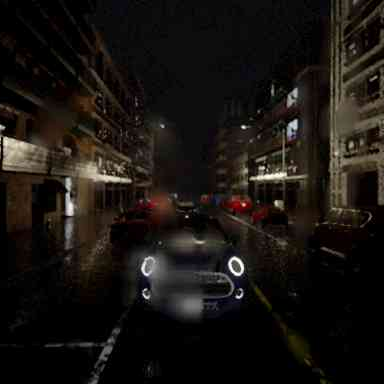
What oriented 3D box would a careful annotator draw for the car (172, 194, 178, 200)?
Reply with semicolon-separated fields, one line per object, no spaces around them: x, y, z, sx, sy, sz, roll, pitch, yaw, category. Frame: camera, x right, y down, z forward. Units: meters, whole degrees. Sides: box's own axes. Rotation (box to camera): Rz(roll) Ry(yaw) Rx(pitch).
-4.844;1.425;94.852;1.752;1.417;4.829;-1;0;-2;car

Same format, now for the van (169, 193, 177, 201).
-4.391;1.258;78.074;1.690;1.788;3.998;-1;0;-2;van

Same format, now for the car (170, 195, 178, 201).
-4.541;1.477;83.724;1.947;1.339;4.313;-1;0;-2;car

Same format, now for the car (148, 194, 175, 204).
-3.166;1.279;32.880;2.192;1.841;5.009;-1;0;-2;car

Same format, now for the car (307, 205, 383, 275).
5.327;1.302;10.381;2.192;1.841;5.009;-1;0;-2;car

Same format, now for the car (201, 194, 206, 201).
3.333;1.351;83.991;1.967;1.590;4.097;-1;0;-2;car

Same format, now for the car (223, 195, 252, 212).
4.713;1.278;33.029;2.192;1.841;5.009;-1;0;-2;car

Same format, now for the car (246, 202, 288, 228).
5.024;1.557;21.705;1.802;1.307;4.206;-1;0;-2;car

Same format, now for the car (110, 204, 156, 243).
-2.703;1.526;15.933;1.887;1.381;4.507;-1;0;-2;car

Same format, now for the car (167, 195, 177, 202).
-4.235;1.474;72.425;2.008;1.369;4.403;-1;0;-2;car

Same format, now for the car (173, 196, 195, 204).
-0.503;1.444;29.764;1.882;1.535;5.008;0;0;-2;car

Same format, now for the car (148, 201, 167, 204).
-2.857;1.520;21.582;1.887;1.381;4.507;-1;0;-2;car

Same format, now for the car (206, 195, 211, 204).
4.099;1.254;55.679;2.192;1.841;5.009;-1;0;-2;car

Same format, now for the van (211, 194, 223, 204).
4.253;1.286;50.016;1.690;1.788;3.998;-1;0;-2;van

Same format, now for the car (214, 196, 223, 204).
4.410;1.533;44.354;1.802;1.307;4.206;-1;0;-2;car

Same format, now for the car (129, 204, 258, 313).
-0.005;1.342;7.895;2.097;1.767;4.553;0;0;-1;car
